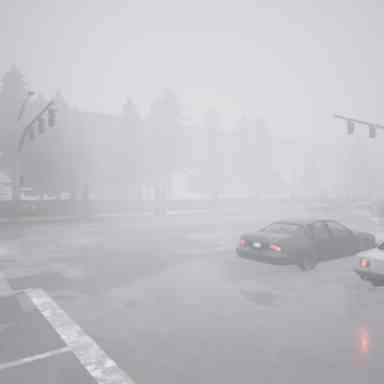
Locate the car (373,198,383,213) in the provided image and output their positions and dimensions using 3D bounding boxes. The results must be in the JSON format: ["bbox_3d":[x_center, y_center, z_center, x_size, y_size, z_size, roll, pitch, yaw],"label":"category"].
[{"bbox_3d":[18.949,1.431,30.343,5.008,1.535,1.882,0,0,-36],"label":"car"}]

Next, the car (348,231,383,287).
[{"bbox_3d":[6.005,1.587,8.030,4.718,1.301,1.895,0,0,-36],"label":"car"}]

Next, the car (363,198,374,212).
[{"bbox_3d":[21.240,1.437,36.289,4.902,1.511,2.128,0,0,-35],"label":"car"}]

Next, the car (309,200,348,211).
[{"bbox_3d":[14.770,1.554,36.001,4.718,1.301,1.895,0,0,-35],"label":"car"}]

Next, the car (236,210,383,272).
[{"bbox_3d":[3.871,1.534,10.807,5.357,1.411,2.033,0,0,-36],"label":"car"}]

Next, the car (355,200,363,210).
[{"bbox_3d":[22.088,1.466,41.147,4.674,1.442,1.812,0,0,-35],"label":"car"}]
